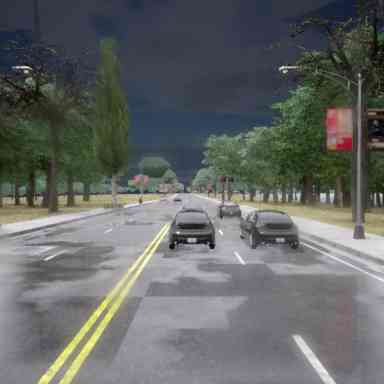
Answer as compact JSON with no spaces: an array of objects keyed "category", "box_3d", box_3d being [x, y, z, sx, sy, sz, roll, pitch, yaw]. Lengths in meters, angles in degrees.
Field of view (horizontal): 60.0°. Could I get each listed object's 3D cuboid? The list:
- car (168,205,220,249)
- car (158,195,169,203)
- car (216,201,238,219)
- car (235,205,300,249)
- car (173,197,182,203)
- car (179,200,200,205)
[{"category":"car","box_3d":[0.000,1.532,14.653,1.837,1.490,4.892,0,0,0]},{"category":"car","box_3d":[-6.500,1.576,75.952,2.097,1.767,4.553,0,0,0]},{"category":"car","box_3d":[3.250,1.551,29.654,2.128,1.511,4.902,0,0,0]},{"category":"car","box_3d":[3.250,1.532,14.653,1.837,1.490,4.892,0,0,0]},{"category":"car","box_3d":[-3.250,1.815,75.889,1.895,1.301,4.718,0,0,0]},{"category":"car","box_3d":[0.000,1.672,29.684,1.895,1.301,4.718,0,0,0]}]
